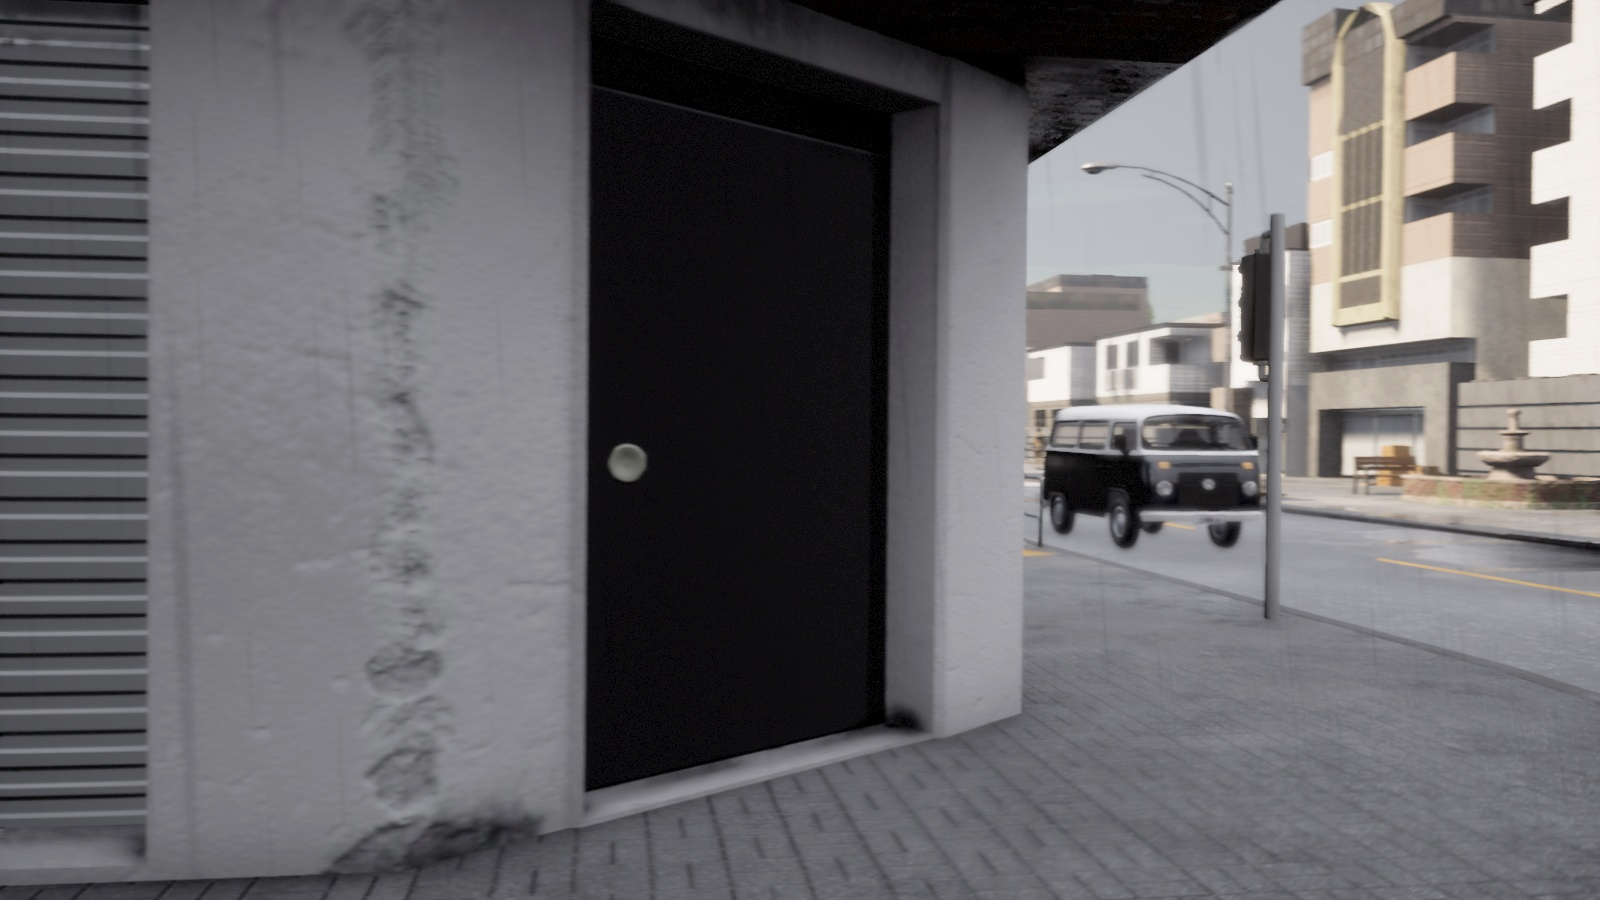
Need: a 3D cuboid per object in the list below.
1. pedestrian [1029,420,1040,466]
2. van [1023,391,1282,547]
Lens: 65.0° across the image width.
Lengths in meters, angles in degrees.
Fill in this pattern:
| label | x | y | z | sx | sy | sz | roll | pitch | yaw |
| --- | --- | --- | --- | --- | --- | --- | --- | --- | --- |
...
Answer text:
| label | x | y | z | sx | sy | sz | roll | pitch | yaw |
| --- | --- | --- | --- | --- | --- | --- | --- | --- | --- |
| pedestrian | 9.728 | -0.292 | 52.097 | 0.396 | 1.930 | 0.692 | -1 | 1 | 9 |
| van | 5.066 | 0.215 | 18.818 | 2.069 | 2.038 | 4.480 | -1 | 1 | -9 |
